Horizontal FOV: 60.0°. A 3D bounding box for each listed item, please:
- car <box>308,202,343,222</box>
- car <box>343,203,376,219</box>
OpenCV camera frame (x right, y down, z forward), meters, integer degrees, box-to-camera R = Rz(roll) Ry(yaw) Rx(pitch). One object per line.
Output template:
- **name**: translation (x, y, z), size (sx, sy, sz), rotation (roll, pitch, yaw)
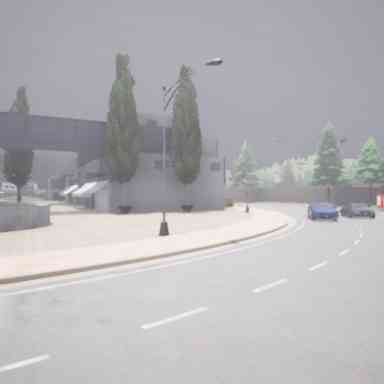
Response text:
- **car**: translation (10.690, 1.552, 27.341), size (1.882, 1.535, 5.008), rotation (0, 0, 14)
- **car**: translation (14.748, 1.643, 29.661), size (1.994, 1.385, 4.181), rotation (0, 0, 10)
